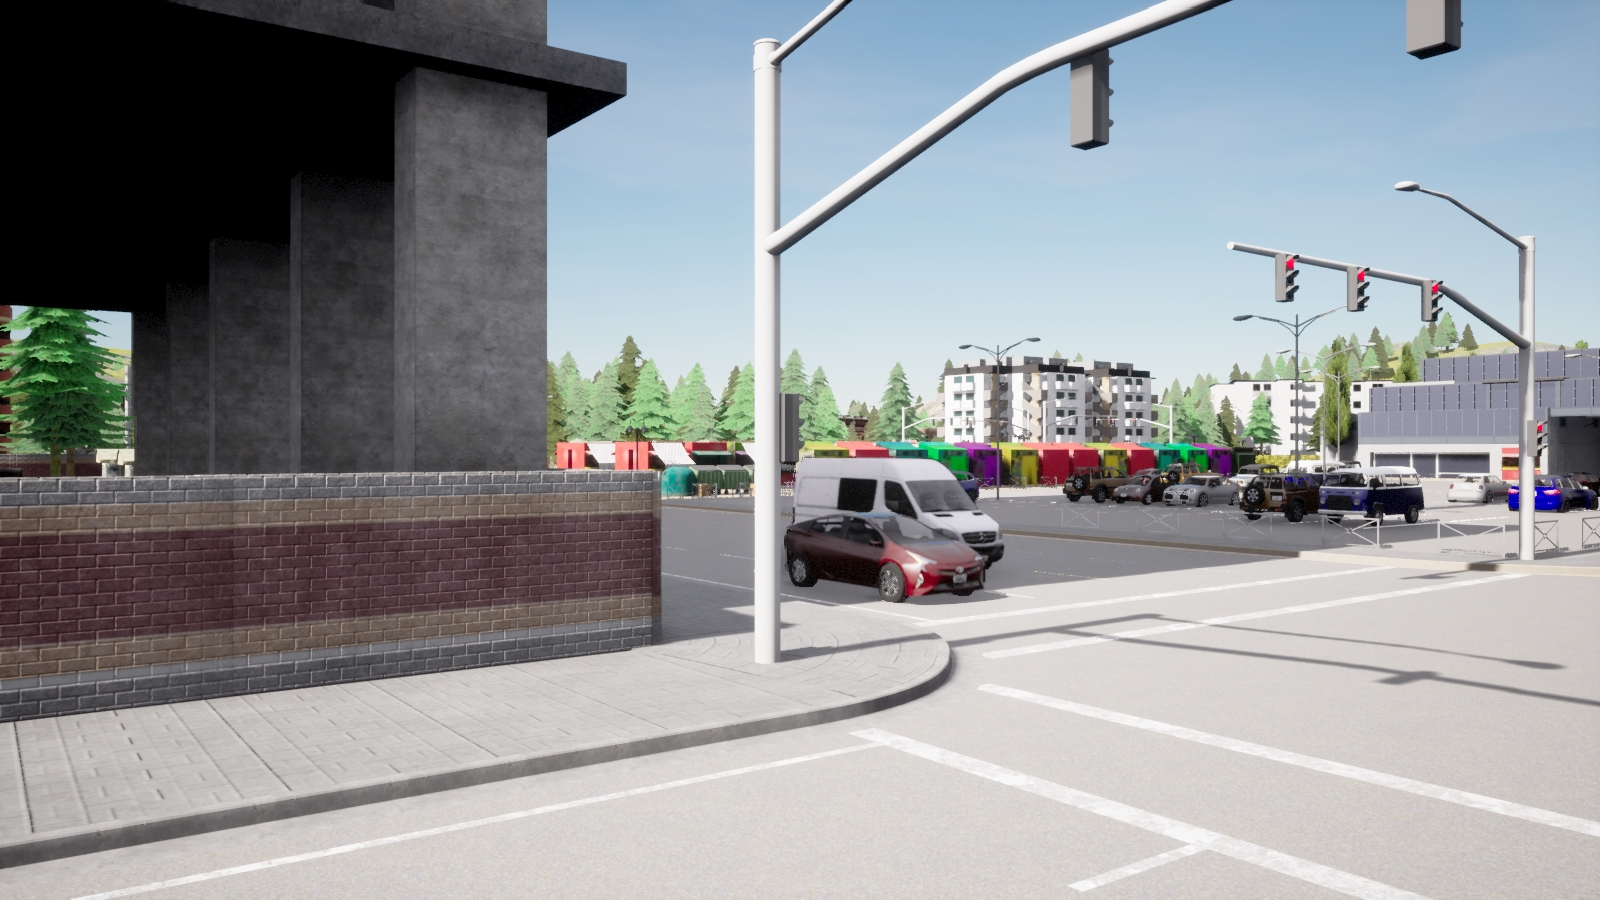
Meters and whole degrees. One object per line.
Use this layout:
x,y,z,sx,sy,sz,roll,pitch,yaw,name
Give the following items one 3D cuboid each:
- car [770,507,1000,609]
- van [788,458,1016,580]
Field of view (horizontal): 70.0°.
1.528,1.984,22.145,2.007,1.525,4.514,0,0,-36,car
2.235,1.480,27.077,1.988,2.561,5.915,0,0,-36,van
